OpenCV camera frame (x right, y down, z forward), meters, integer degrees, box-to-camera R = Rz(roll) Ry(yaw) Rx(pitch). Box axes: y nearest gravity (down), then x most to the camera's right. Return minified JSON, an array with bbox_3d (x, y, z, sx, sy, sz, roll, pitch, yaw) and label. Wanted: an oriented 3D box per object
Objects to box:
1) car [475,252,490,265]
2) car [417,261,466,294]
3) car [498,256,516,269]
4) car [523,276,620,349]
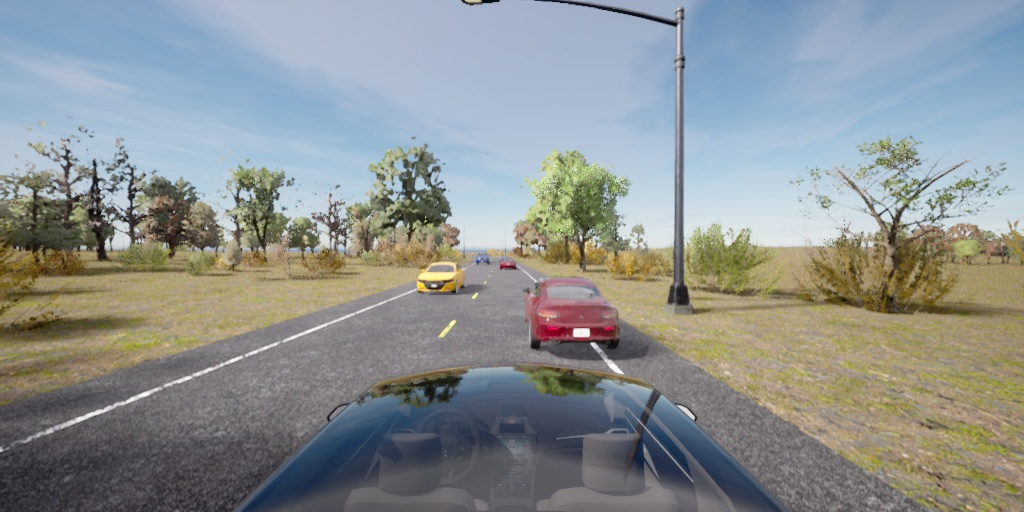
[{"bbox_3d":[-4.879,0.421,59.952,2.150,2.045,5.566,0,1,-3],"label":"car"},{"bbox_3d":[-3.609,1.075,19.000,1.882,1.535,5.008,0,1,-1],"label":"car"},{"bbox_3d":[-0.527,0.912,44.857,1.994,1.385,4.181,0,0,-2],"label":"car"},{"bbox_3d":[1.274,1.215,8.845,1.812,1.442,4.674,0,0,0],"label":"car"}]
